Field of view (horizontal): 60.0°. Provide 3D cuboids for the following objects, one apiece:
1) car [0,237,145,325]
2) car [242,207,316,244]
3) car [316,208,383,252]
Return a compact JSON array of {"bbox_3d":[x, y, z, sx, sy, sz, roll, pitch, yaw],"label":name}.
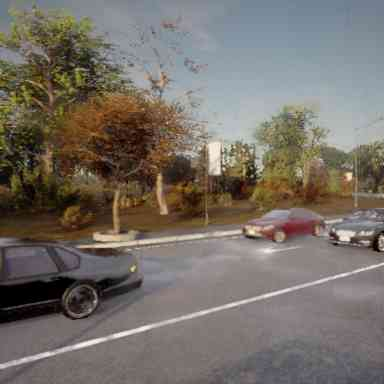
[{"bbox_3d":[-3.526,1.541,5.780,5.357,1.411,2.033,0,0,-35],"label":"car"},{"bbox_3d":[4.479,1.467,15.769,4.674,1.442,1.812,0,0,-35],"label":"car"},{"bbox_3d":[7.587,1.426,13.589,4.902,1.511,2.128,0,0,-35],"label":"car"}]
